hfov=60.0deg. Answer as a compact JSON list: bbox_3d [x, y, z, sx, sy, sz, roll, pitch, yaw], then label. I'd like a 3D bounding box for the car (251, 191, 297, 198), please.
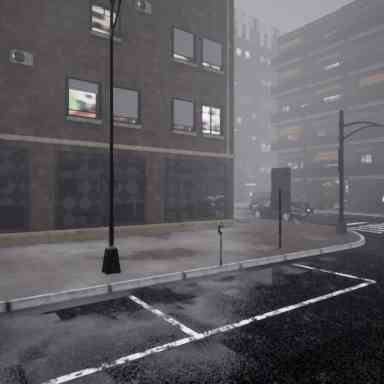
[{"bbox_3d":[7.170,0.988,27.322,2.150,2.045,5.566,0,1,-36],"label":"car"}]

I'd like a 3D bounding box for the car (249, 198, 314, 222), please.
[{"bbox_3d":[6.262,1.342,24.181,2.008,1.369,4.403,1,0,-36],"label":"car"}]

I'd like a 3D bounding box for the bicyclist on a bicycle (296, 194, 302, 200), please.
[{"bbox_3d":[11.522,1.011,36.196,1.656,1.620,0.582,0,1,-36],"label":"bicyclist on a bicycle"}]
